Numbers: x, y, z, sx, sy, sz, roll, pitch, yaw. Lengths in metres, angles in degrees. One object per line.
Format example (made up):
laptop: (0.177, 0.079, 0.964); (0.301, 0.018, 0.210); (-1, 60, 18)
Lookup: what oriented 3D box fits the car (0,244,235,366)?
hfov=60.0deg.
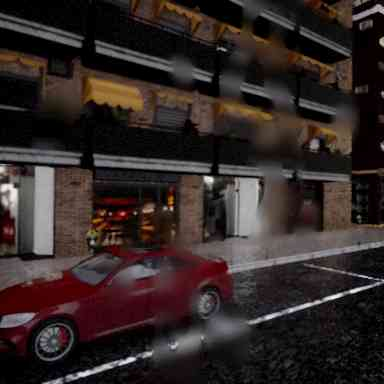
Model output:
car: (-1.107, 1.610, 5.772); (4.206, 1.307, 1.802); (1, 0, -36)
